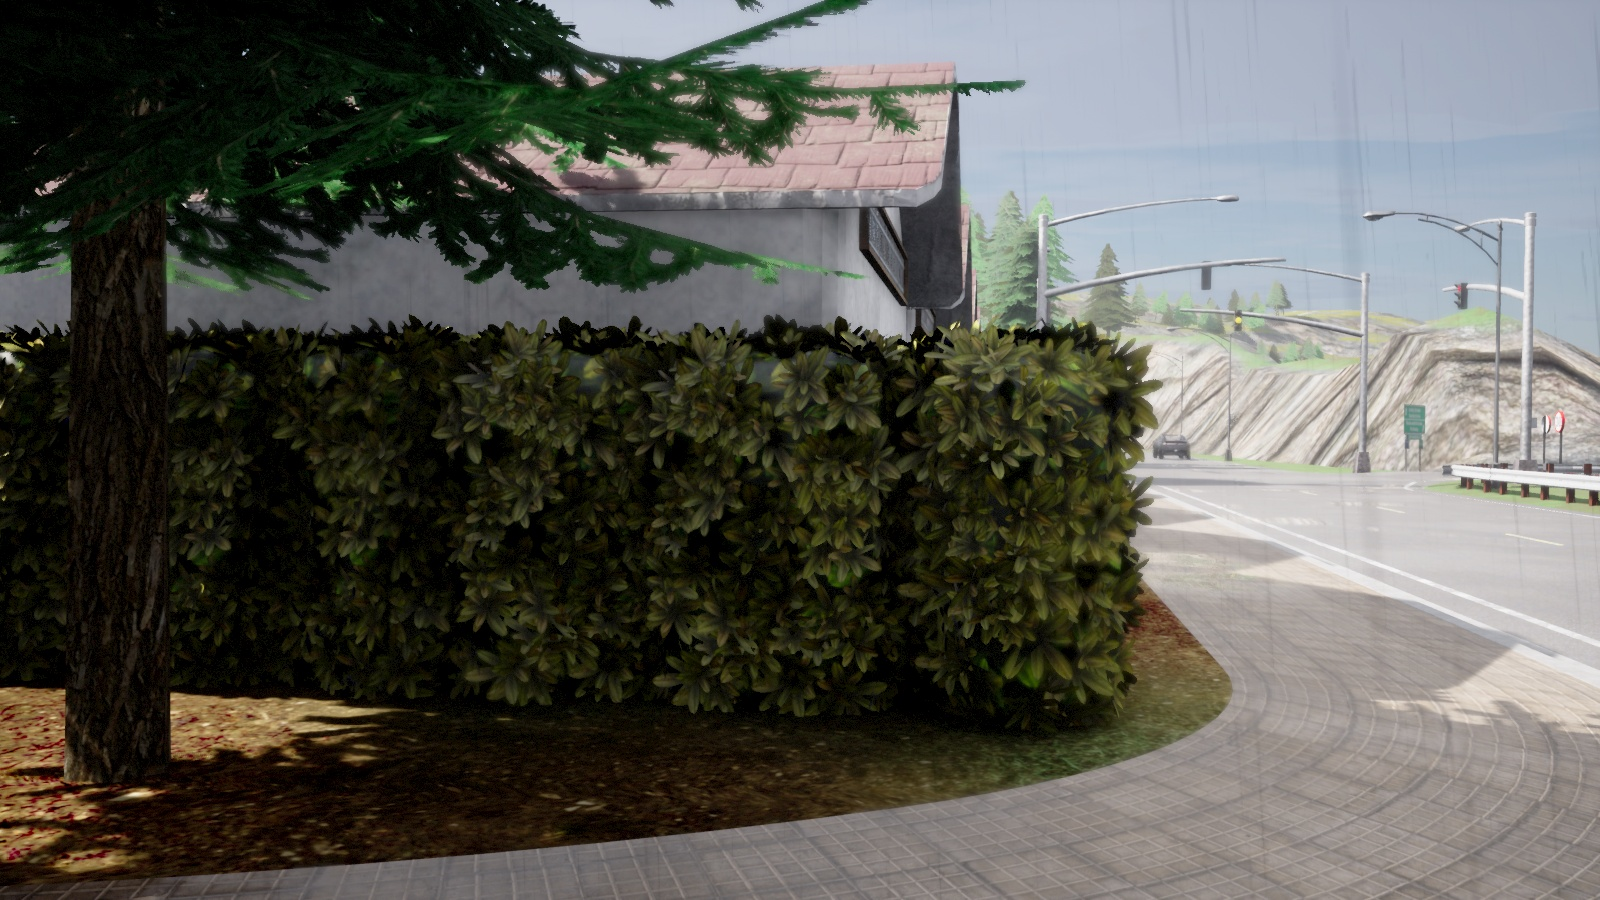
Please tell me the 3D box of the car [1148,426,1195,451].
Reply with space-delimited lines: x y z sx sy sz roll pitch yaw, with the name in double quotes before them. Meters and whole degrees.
"car" 22.602 -0.720 76.527 2.128 1.511 4.902 0 1 9
